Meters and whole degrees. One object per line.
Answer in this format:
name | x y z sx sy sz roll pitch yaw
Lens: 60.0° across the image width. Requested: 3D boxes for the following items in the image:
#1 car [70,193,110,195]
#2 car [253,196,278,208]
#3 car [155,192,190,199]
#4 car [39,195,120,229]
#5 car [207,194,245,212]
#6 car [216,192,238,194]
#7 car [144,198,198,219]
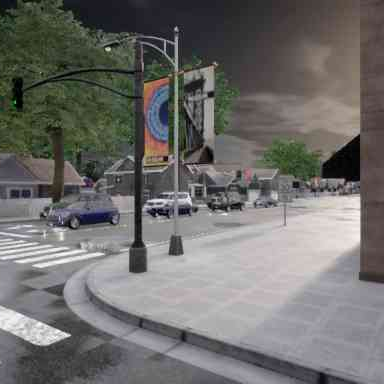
car | -8.207 1.120 24.397 2.150 2.045 5.566 0 0 34
car | 9.743 1.248 43.806 2.128 1.511 4.902 0 0 36
car | -2.216 1.062 32.708 2.150 2.045 5.566 0 0 35
car | -6.729 1.263 20.821 2.097 1.767 4.553 0 0 35
car | 3.946 1.287 35.742 1.882 1.535 5.008 0 0 35
car | 4.038 1.004 41.438 2.150 2.045 5.566 0 0 35
car | -1.504 1.461 28.139 1.895 1.301 4.718 0 0 36
